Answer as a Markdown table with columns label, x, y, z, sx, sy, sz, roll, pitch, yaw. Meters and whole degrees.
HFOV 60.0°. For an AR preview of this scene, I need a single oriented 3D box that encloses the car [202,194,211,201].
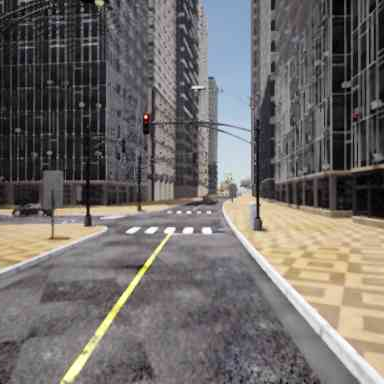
| label | x | y | z | sx | sy | sz | roll | pitch | yaw |
| --- | --- | --- | --- | --- | --- | --- | --- | --- | --- |
| car | 3.472 | 1.307 | 79.328 | 1.882 | 1.535 | 5.008 | 0 | 0 | 9 |

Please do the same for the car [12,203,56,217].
| label | x | y | z | sx | sy | sz | roll | pitch | yaw |
| --- | --- | --- | --- | --- | --- | --- | --- | --- | --- |
| car | -16.156 | 1.808 | 34.048 | 4.403 | 1.369 | 2.008 | -1 | 1 | 10 |
